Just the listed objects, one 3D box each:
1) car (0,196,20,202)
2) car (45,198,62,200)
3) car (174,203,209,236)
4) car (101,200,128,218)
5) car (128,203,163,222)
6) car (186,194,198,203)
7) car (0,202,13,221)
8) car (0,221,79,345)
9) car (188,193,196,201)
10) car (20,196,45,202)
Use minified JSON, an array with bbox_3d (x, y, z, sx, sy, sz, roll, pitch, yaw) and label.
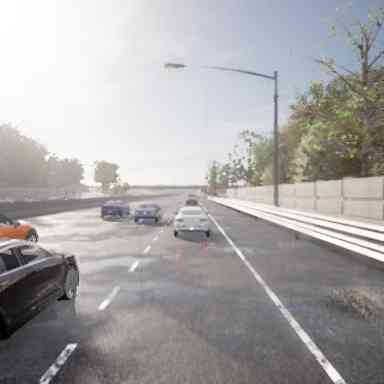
[{"bbox_3d":[-28.060,1.475,52.489,2.097,1.767,4.553,0,0,1],"label":"car"},{"bbox_3d":[-21.056,1.710,53.022,1.895,1.301,4.718,0,0,1],"label":"car"},{"bbox_3d":[-0.016,1.540,18.510,1.812,1.442,4.674,0,0,0],"label":"car"},{"bbox_3d":[-6.916,1.517,30.549,1.882,1.535,5.008,0,0,0],"label":"car"},{"bbox_3d":[-3.417,1.576,26.656,2.033,1.411,5.357,0,0,0],"label":"car"},{"bbox_3d":[-0.026,1.551,55.147,1.882,1.535,5.008,0,0,0],"label":"car"},{"bbox_3d":[-6.914,1.374,10.850,2.097,1.767,4.553,0,0,0],"label":"car"},{"bbox_3d":[-3.408,1.502,5.451,2.128,1.511,4.902,0,0,0],"label":"car"},{"bbox_3d":[-0.037,1.418,89.214,2.150,2.045,5.566,0,0,0],"label":"car"},{"bbox_3d":[-24.572,1.468,52.563,2.097,1.767,4.553,0,0,1],"label":"car"}]
